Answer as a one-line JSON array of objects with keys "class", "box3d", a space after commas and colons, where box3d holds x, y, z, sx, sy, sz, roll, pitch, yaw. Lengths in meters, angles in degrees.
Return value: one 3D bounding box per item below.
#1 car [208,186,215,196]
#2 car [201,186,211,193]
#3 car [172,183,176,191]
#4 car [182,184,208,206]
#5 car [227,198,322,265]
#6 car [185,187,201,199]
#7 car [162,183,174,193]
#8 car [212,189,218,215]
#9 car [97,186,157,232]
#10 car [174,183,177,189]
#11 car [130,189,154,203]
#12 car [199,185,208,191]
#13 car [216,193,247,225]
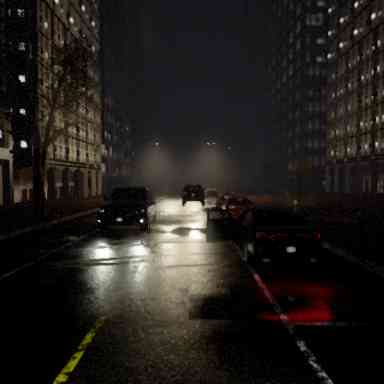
[{"class": "car", "box3d": [2.862, 0.083, 48.698, 1.887, 1.381, 4.507, -1, 2, 0]}, {"class": "car", "box3d": [2.945, -0.592, 71.258, 2.008, 1.369, 4.403, -1, 2, 0]}, {"class": "car", "box3d": [-5.414, -0.730, 76.910, 1.802, 1.307, 4.206, -1, 2, 0]}, {"class": "car", "box3d": [0.155, 0.239, 32.723, 2.150, 2.045, 5.566, 0, 2, 1]}, {"class": "car", "box3d": [2.399, 1.161, 10.477, 1.882, 1.535, 5.008, 0, 2, 0]}, {"class": "car", "box3d": [0.200, 0.085, 46.879, 2.128, 1.511, 4.902, 0, 2, 1]}, {"class": "car", "box3d": [-5.436, -0.611, 71.100, 1.752, 1.417, 4.829, -1, 2, 0]}, {"class": "car", "box3d": [2.779, 0.735, 26.305, 1.752, 1.417, 4.829, -1, 2, 0]}, {"class": "car", "box3d": [-3.038, 0.719, 16.701, 2.150, 2.045, 5.566, 0, 2, 0]}, {"class": "car", "box3d": [-5.375, -1.340, 88.179, 2.192, 1.841, 5.009, -1, 2, 0]}, {"class": "car", "box3d": [-5.561, 0.429, 37.437, 2.008, 1.369, 4.403, -1, 2, 0]}, {"class": "car", "box3d": [3.008, -1.106, 88.179, 2.008, 1.369, 4.403, -1, 2, 0]}, {"class": "car", "box3d": [2.757, 0.928, 20.496, 1.887, 1.381, 4.507, -1, 2, 0]}]
